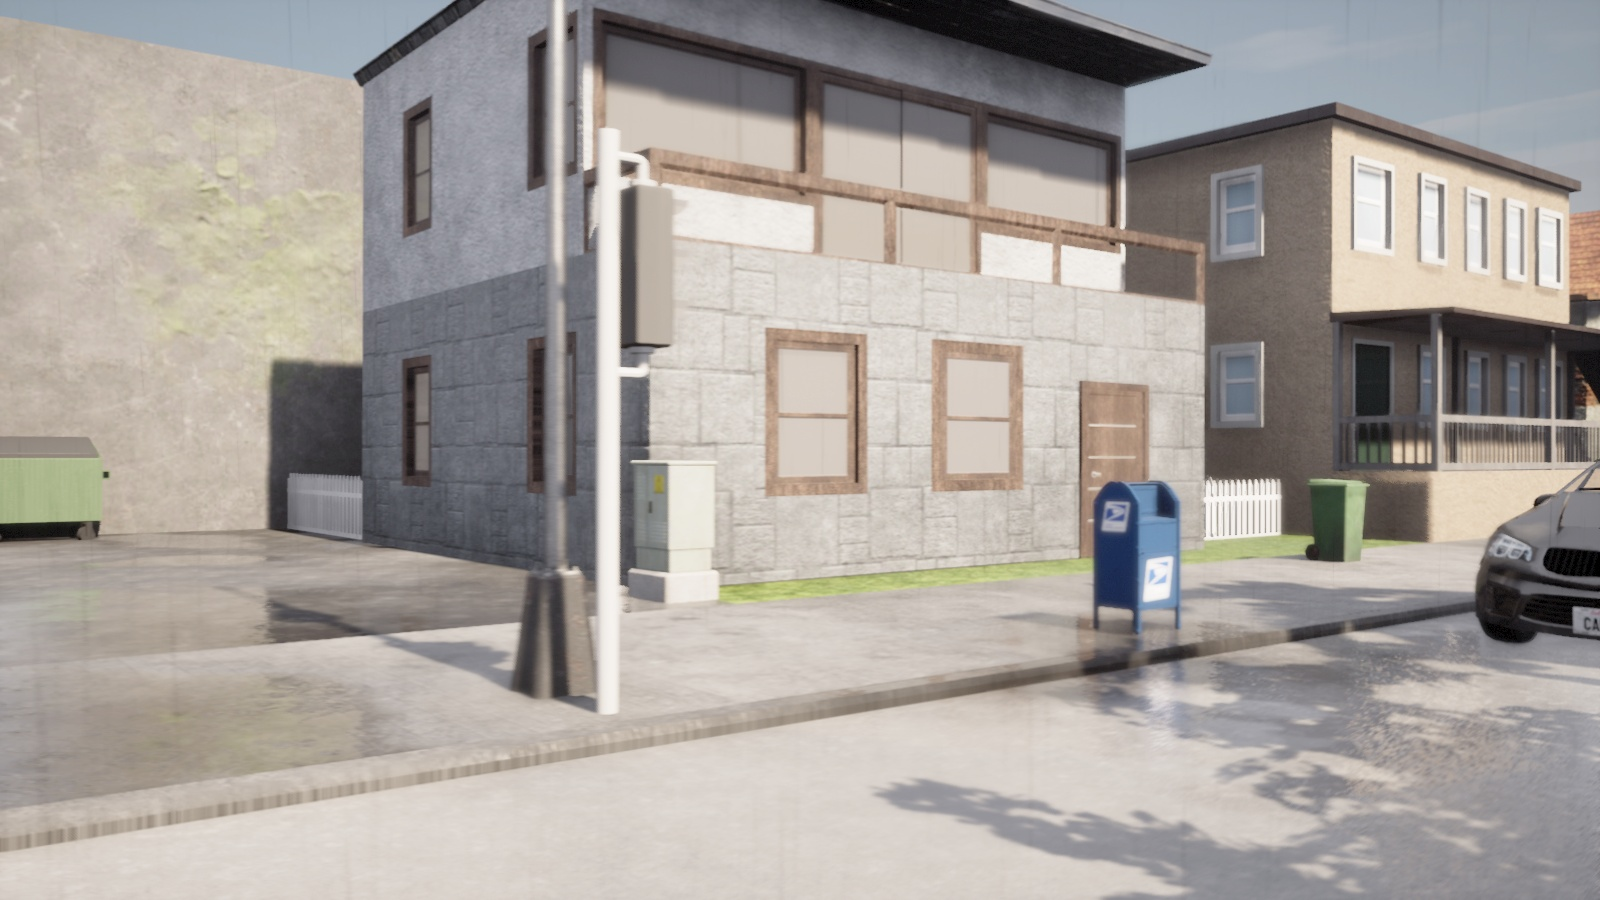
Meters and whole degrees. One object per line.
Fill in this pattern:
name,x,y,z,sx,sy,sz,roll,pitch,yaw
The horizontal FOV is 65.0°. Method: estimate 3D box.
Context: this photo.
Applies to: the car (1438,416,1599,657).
car,7.380,0.599,10.073,4.611,1.667,2.242,0,0,-37
